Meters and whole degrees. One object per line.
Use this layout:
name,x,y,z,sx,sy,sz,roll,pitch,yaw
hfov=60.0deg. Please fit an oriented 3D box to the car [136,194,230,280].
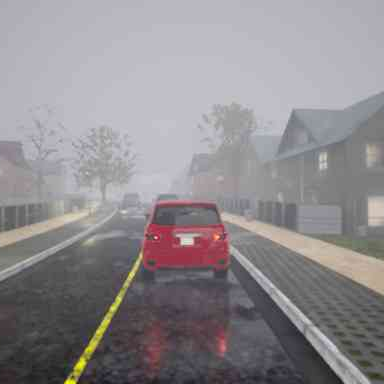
car,-0.280,1.204,10.097,2.150,2.045,5.566,0,0,-4

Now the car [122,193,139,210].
car,-7.749,1.113,42.349,2.150,2.045,5.566,0,0,-13

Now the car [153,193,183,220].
car,-2.189,1.161,28.658,2.150,2.045,5.566,0,0,-8
